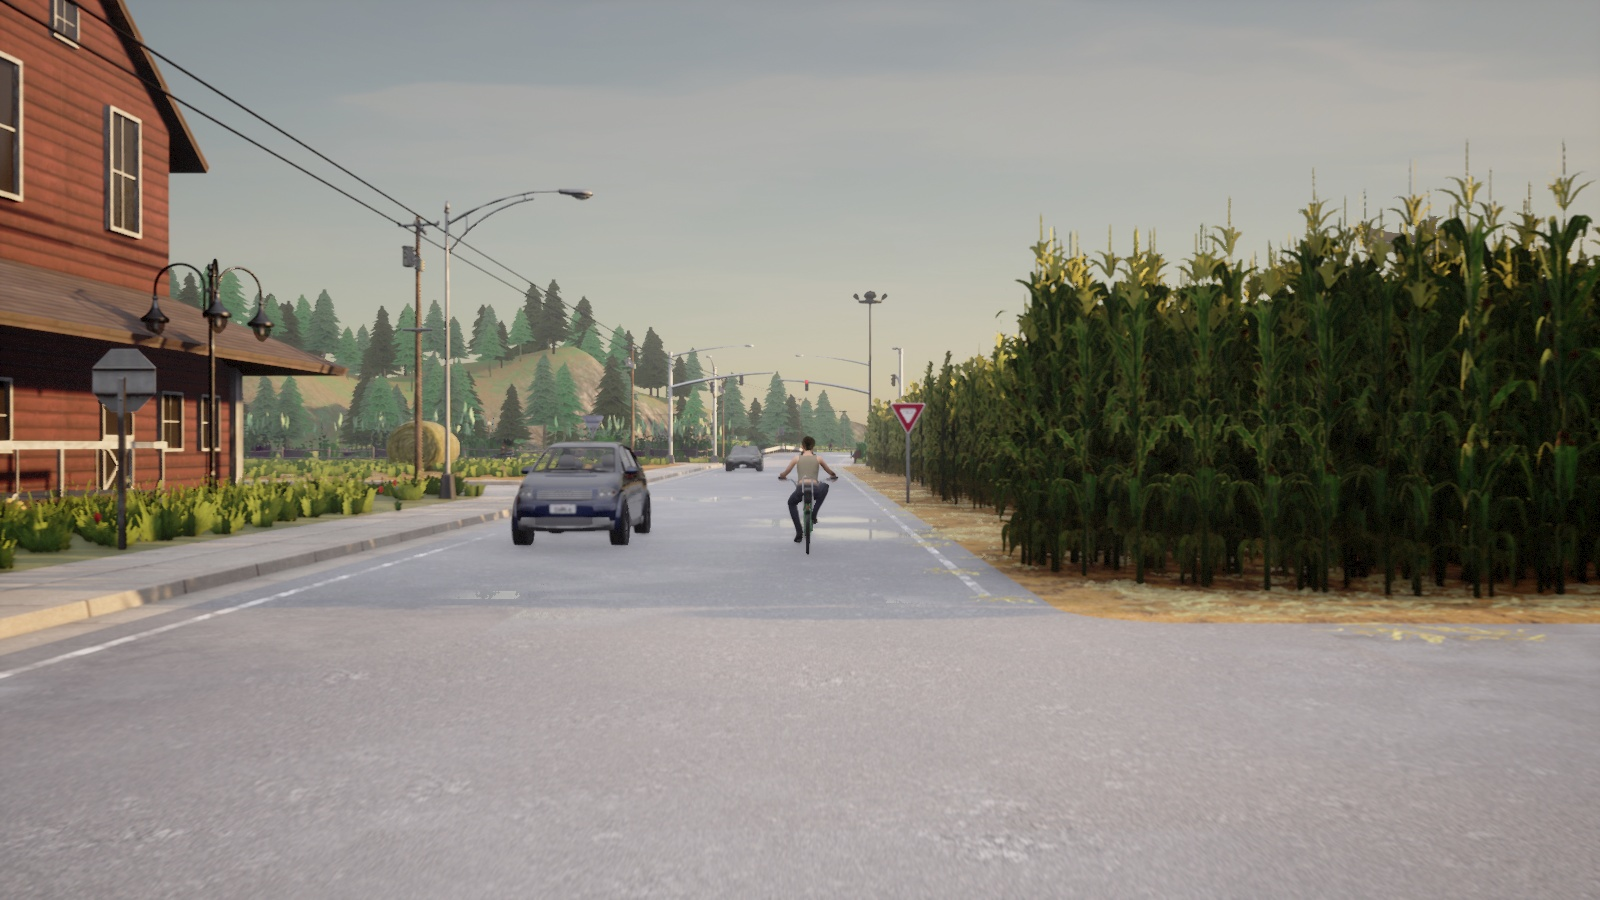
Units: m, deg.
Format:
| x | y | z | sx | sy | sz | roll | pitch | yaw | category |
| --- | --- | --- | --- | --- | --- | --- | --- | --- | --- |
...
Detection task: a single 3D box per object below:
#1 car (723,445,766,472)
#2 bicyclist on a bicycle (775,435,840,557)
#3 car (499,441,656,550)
| x | y | z | sx | sy | sz | roll | pitch | yaw | category |
| --- | --- | --- | --- | --- | --- | --- | --- | --- | --- |
| -3.084 | 0.457 | 70.240 | 2.163 | 1.488 | 4.792 | 0 | 0 | 0 | car |
| 0.112 | 0.610 | 17.643 | 0.866 | 1.612 | 1.509 | 0 | 2 | 1 | bicyclist on a bicycle |
| -3.372 | 0.642 | 19.688 | 1.789 | 1.549 | 3.705 | 0 | 0 | 0 | car |
